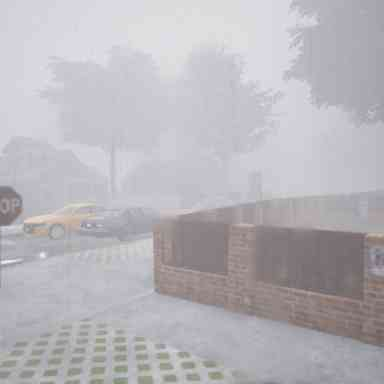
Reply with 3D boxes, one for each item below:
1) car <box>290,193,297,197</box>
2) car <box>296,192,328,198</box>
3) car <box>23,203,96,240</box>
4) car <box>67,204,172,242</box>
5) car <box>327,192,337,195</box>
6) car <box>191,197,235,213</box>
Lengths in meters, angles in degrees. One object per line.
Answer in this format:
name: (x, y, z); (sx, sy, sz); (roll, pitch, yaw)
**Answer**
car: (14.378, 0.895, 45.001); (1.812, 1.442, 4.674); (0, 1, 35)
car: (14.715, 1.018, 40.569); (1.895, 1.301, 4.718); (0, 1, 35)
car: (-5.699, 1.326, 16.493); (1.882, 1.535, 5.008); (0, 1, 37)
car: (-2.762, 1.373, 15.616); (2.033, 1.411, 5.357); (0, 1, 35)
car: (20.242, 0.721, 48.578); (1.882, 1.535, 5.008); (0, 1, 35)
car: (1.834, 1.185, 27.179); (1.837, 1.490, 4.892); (0, 1, 35)
